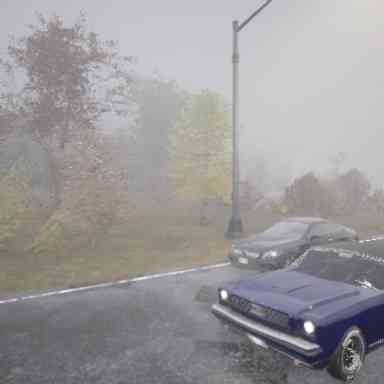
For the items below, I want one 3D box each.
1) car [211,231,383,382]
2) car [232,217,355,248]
[{"bbox_3d":[2.634,1.593,5.550,4.718,1.301,1.895,0,0,-35],"label":"car"},{"bbox_3d":[3.224,1.512,9.953,4.674,1.442,1.812,0,0,-35],"label":"car"}]
